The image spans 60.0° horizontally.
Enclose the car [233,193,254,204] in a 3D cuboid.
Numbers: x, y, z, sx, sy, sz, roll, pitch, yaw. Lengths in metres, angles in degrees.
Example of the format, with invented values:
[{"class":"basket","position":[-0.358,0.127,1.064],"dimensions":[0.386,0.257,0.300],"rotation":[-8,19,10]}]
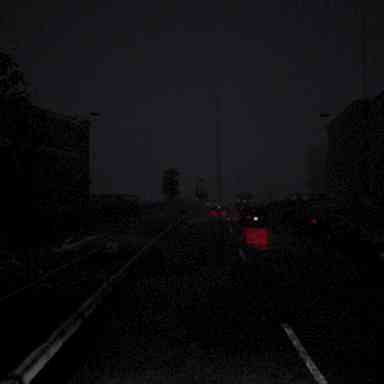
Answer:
[{"class":"car","position":[6.655,1.190,42.118],"dimensions":[2.150,2.045,5.566],"rotation":[0,0,9]}]

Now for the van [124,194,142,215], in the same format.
[{"class":"van","position":[-6.727,1.197,32.546],"dimensions":[1.878,1.987,4.442],"rotation":[0,0,8]}]

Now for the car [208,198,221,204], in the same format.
[{"class":"car","position":[5.813,2.425,86.702],"dimensions":[2.097,1.535,5.008],"rotation":[0,-2,20]}]

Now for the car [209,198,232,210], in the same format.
[{"class":"car","position":[3.669,1.576,42.506],"dimensions":[1.895,1.301,4.718],"rotation":[0,-1,9]}]

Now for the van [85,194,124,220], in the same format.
[{"class":"van","position":[-7.360,1.203,27.043],"dimensions":[1.878,1.987,4.442],"rotation":[0,0,7]}]

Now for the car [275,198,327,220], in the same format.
[{"class":"car","position":[9.033,1.433,24.993],"dimensions":[4.792,1.488,2.163],"rotation":[0,0,6]}]

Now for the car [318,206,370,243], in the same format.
[{"class":"car","position":[8.183,1.489,13.976],"dimensions":[4.792,1.488,2.163],"rotation":[0,0,4]}]

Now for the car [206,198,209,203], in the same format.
[{"class":"car","position":[2.373,2.163,75.993],"dimensions":[2.163,1.488,4.792],"rotation":[0,-2,17]}]

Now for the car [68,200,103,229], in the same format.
[{"class":"car","position":[-7.885,1.479,21.609],"dimensions":[2.163,1.488,4.792],"rotation":[0,0,6]}]

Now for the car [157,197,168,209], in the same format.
[{"class":"car","position":[-5.083,1.516,43.638],"dimensions":[2.002,1.452,4.674],"rotation":[0,-1,10]}]

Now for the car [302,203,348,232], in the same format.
[{"class":"car","position":[8.408,1.478,16.696],"dimensions":[4.792,1.488,2.163],"rotation":[0,0,4]}]

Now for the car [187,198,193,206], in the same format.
[{"class":"car","position":[-1.858,1.597,59.976],"dimensions":[2.185,1.767,4.553],"rotation":[0,-1,13]}]

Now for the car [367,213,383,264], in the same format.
[{"class":"car","position":[7.775,1.472,8.527],"dimensions":[5.366,1.575,1.946],"rotation":[0,0,2]}]

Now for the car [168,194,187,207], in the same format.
[{"class":"car","position":[-3.071,1.366,54.502],"dimensions":[2.435,2.045,5.566],"rotation":[0,-1,12]}]

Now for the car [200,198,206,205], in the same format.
[{"class":"car","position":[0.847,2.030,70.690],"dimensions":[2.002,1.452,4.674],"rotation":[0,-2,16]}]

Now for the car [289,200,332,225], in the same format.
[{"class":"car","position":[8.568,1.436,19.423],"dimensions":[4.892,1.521,2.231],"rotation":[0,0,5]}]

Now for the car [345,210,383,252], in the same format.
[{"class":"car","position":[8.075,1.509,11.247],"dimensions":[4.674,1.452,2.002],"rotation":[0,0,3]}]

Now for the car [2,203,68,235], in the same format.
[{"class":"car","position":[-8.292,1.467,16.131],"dimensions":[2.097,1.535,5.008],"rotation":[0,0,4]}]

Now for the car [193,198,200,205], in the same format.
[{"class":"car","position":[-0.540,1.851,65.451],"dimensions":[2.231,1.521,4.892],"rotation":[0,-2,15]}]

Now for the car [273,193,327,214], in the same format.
[{"class":"car","position":[9.633,1.137,30.426],"dimensions":[5.566,2.045,2.435],"rotation":[0,0,7]}]

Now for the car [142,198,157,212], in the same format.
[{"class":"car","position":[-5.937,1.478,38.161],"dimensions":[2.002,1.452,4.674],"rotation":[0,0,9]}]

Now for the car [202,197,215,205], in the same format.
[{"class":"car","position":[4.061,2.157,81.468],"dimensions":[2.185,1.767,4.553],"rotation":[0,-2,19]}]

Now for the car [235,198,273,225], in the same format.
[{"class":"car","position":[4.293,1.444,23.671],"dimensions":[1.837,1.490,4.892],"rotation":[0,0,5]}]

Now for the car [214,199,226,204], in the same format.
[{"class":"car","position":[7.685,2.607,91.922],"dimensions":[2.002,1.452,4.674],"rotation":[-1,-2,21]}]
